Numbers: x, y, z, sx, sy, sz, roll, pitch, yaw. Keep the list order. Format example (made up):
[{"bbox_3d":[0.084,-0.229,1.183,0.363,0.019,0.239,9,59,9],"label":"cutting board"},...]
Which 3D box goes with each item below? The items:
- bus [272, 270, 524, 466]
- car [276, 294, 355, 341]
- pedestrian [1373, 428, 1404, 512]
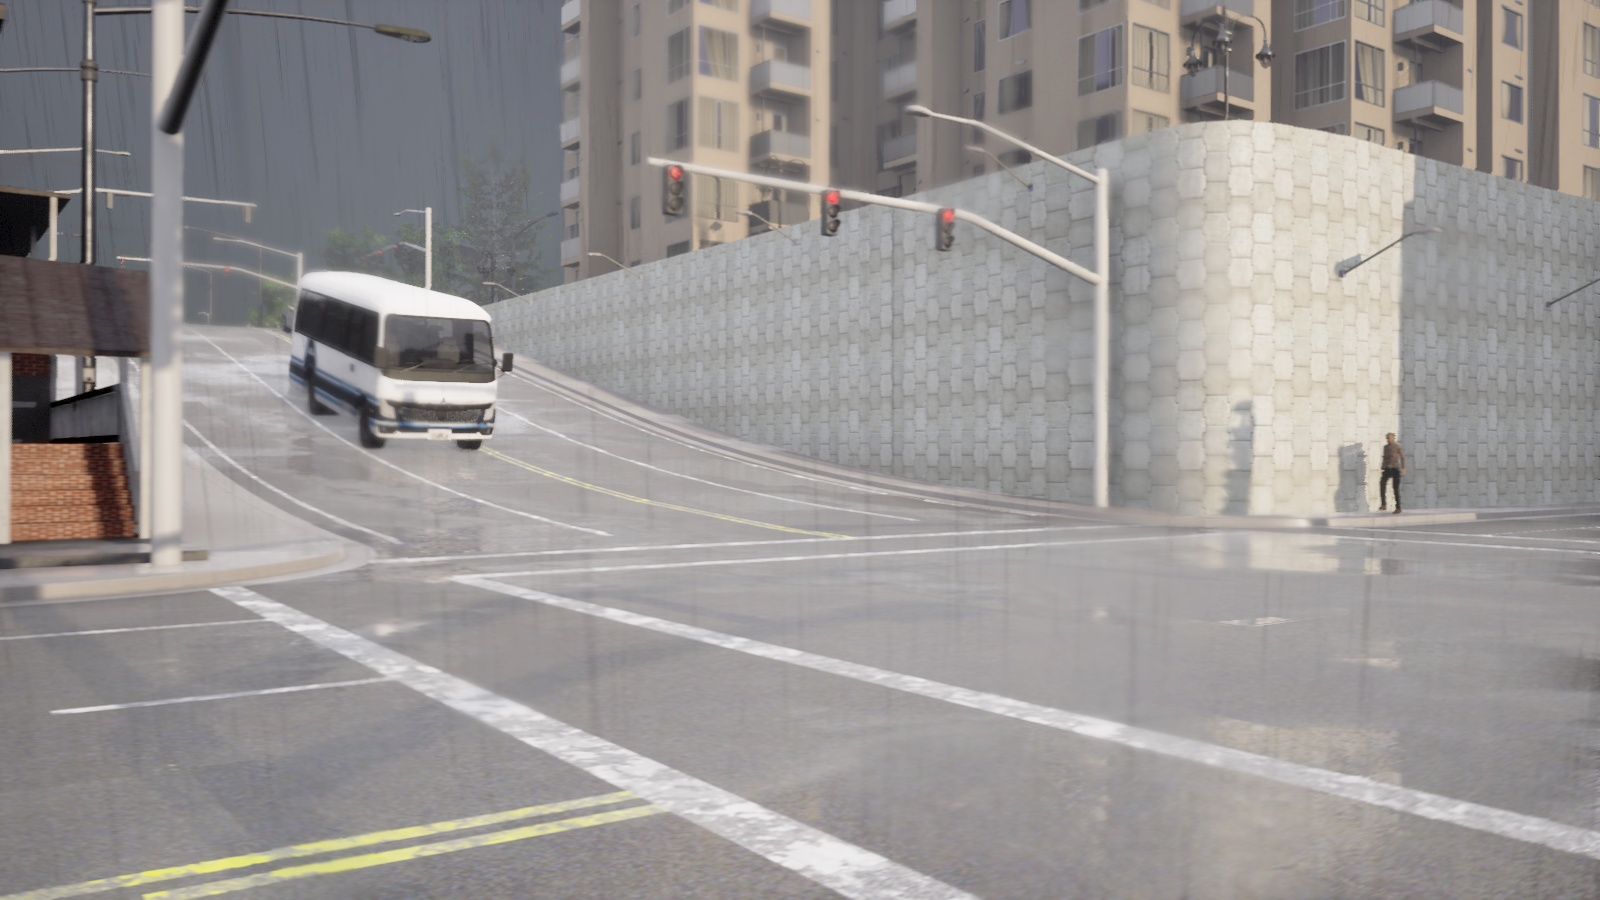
[{"bbox_3d":[-12.068,-2.619,36.651,3.944,4.253,10.273,0,10,-35],"label":"bus"},{"bbox_3d":[-22.060,-6.031,57.005,2.152,1.651,5.027,0,9,-35],"label":"car"},{"bbox_3d":[12.991,0.440,27.713,0.634,1.846,0.331,0,0,-34],"label":"pedestrian"}]
